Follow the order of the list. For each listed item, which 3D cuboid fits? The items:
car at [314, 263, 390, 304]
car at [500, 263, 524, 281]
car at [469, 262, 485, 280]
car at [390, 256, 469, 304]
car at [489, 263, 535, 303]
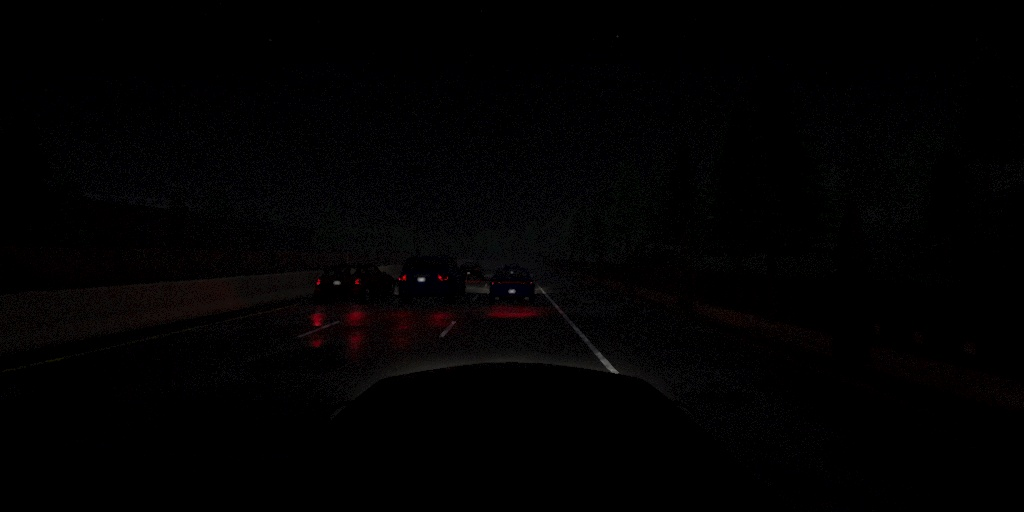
[{"bbox_3d":[-7.000,1.113,16.470,2.097,1.767,4.553,0,0,0],"label":"car"},{"bbox_3d":[0.000,1.320,31.500,1.994,1.385,4.181,0,0,0],"label":"car"},{"bbox_3d":[-3.500,1.232,31.500,1.882,1.535,5.008,0,0,0],"label":"car"},{"bbox_3d":[-3.500,1.005,16.530,2.150,2.045,5.566,0,0,0],"label":"car"},{"bbox_3d":[0.000,1.232,16.500,1.882,1.535,5.008,0,0,0],"label":"car"}]
